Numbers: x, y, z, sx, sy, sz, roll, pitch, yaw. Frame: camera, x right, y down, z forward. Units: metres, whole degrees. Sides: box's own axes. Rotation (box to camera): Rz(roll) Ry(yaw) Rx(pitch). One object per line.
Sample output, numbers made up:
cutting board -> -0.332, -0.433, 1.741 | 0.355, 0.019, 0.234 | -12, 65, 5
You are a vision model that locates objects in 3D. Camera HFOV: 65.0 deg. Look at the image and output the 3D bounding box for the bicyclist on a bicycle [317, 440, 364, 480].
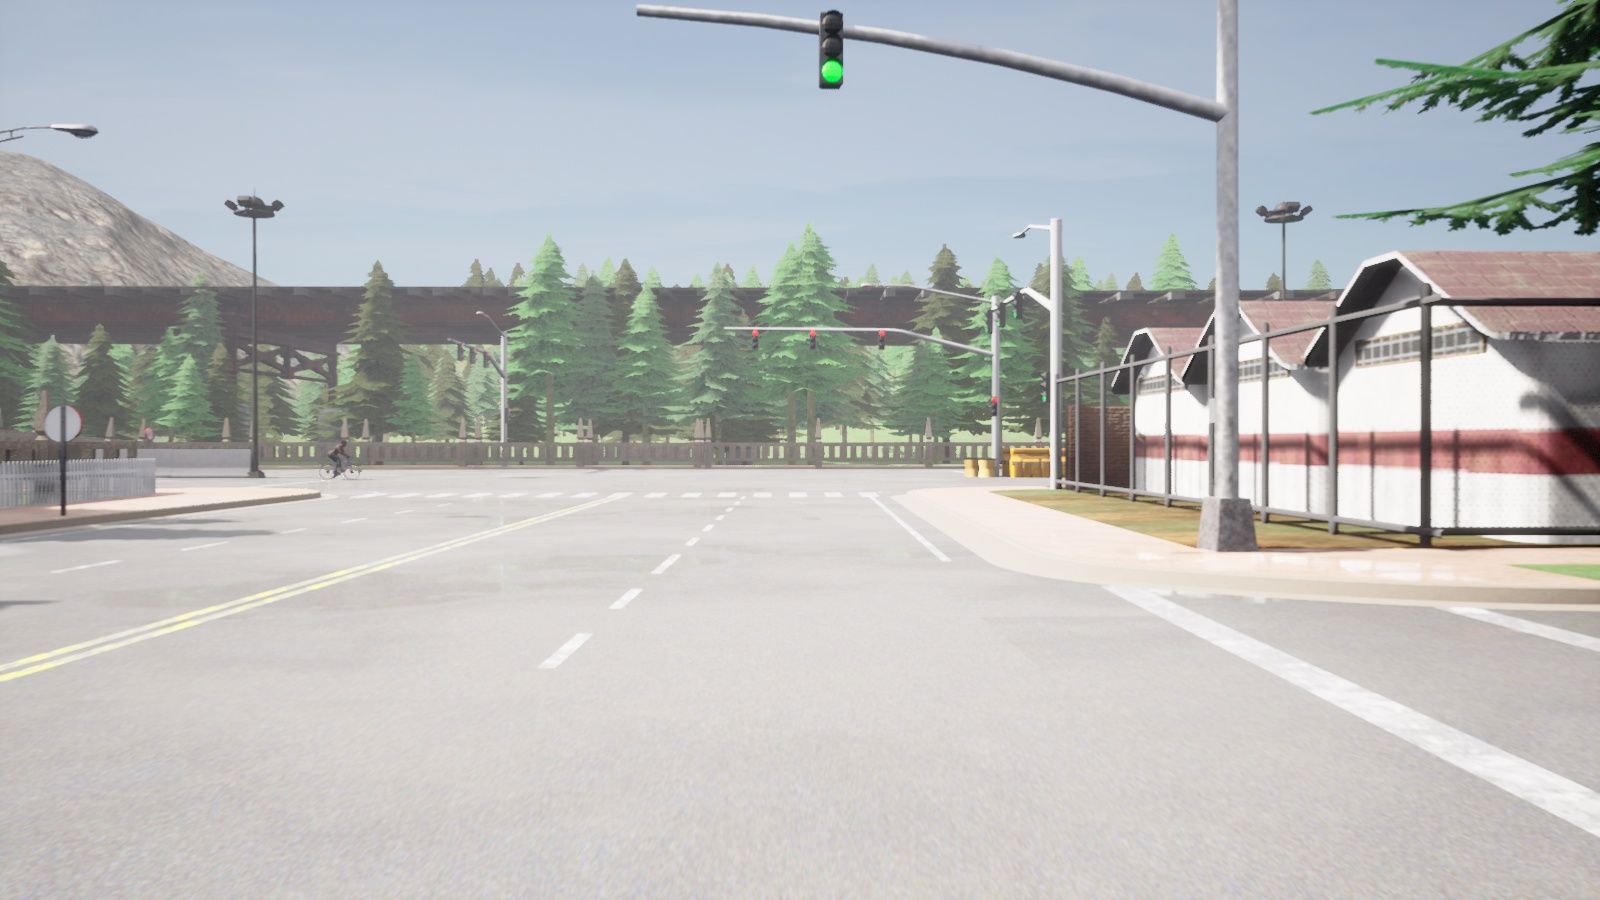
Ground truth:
bicyclist on a bicycle -> -18.478, 0.400, 50.502 | 1.656, 1.620, 0.582 | 1, 0, -1
